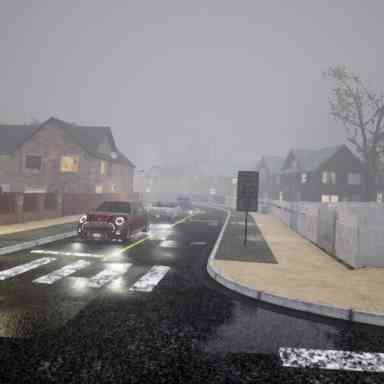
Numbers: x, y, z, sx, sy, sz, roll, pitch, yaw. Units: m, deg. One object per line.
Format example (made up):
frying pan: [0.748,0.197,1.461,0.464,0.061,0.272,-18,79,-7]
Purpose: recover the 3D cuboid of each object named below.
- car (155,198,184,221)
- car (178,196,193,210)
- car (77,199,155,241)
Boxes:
car: [-2.129,1.400,25.610,1.895,1.301,4.718,3,0,7]
car: [-0.982,1.277,39.967,1.882,1.535,5.008,2,0,-3]
car: [-3.487,1.157,15.584,2.097,1.767,4.553,3,0,8]
